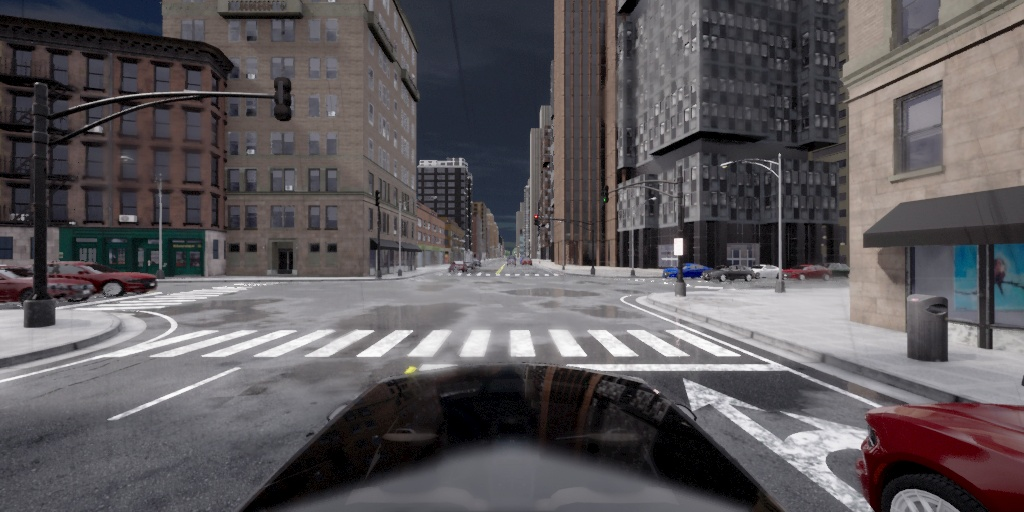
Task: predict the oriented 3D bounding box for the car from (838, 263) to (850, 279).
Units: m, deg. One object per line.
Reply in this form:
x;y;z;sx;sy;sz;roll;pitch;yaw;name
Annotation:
35.023;1.570;39.641;4.553;1.767;2.097;1;0;-13;car

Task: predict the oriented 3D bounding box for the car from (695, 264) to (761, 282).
19.283;1.514;32.048;4.892;1.490;1.837;1;0;-17;car

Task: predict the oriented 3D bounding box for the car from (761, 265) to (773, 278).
26.014;1.639;37.360;4.674;1.442;1.812;1;0;-15;car

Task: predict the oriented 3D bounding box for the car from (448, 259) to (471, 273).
-6.666;1.284;44.727;1.812;1.442;4.674;0;0;0;car

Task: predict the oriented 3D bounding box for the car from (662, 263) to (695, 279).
17.031;1.487;34.791;5.008;1.535;1.882;1;0;-16;car

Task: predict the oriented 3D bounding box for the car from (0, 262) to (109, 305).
-17.832;1.036;12.453;4.674;1.442;1.812;1;0;-17;car

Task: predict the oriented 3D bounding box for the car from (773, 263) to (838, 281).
28.334;1.593;34.618;5.008;1.535;1.882;1;0;-15;car

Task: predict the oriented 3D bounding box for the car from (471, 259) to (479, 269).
-6.676;1.252;54.688;2.128;1.511;4.902;0;0;0;car

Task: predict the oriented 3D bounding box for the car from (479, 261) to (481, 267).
-6.662;1.325;65.119;1.994;1.385;4.181;0;0;0;car

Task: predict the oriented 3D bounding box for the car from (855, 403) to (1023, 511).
3.352;1.228;0.423;1.882;1.535;5.008;0;0;0;car

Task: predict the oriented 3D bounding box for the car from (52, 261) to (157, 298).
-18.826;1.003;15.615;5.008;1.535;1.882;1;0;-19;car
